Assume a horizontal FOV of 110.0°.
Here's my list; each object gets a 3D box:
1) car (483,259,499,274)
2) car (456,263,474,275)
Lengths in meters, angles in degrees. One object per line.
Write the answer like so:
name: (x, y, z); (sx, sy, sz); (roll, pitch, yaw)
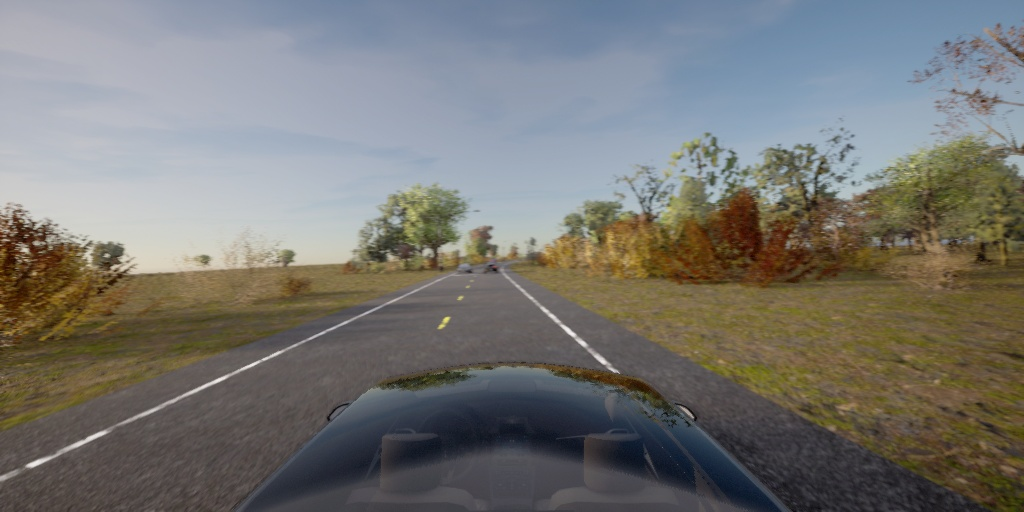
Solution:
car: (-2.835, 1.575, 48.896); (1.837, 1.490, 4.892); (-3, 0, -3)
car: (-6.577, 1.767, 50.229); (1.812, 1.442, 4.674); (-3, 0, -2)
